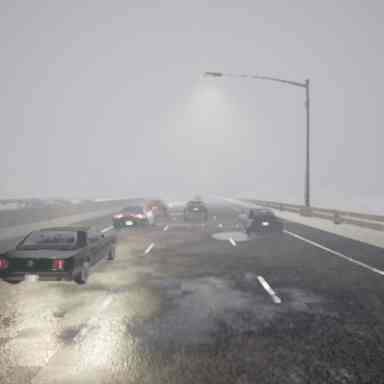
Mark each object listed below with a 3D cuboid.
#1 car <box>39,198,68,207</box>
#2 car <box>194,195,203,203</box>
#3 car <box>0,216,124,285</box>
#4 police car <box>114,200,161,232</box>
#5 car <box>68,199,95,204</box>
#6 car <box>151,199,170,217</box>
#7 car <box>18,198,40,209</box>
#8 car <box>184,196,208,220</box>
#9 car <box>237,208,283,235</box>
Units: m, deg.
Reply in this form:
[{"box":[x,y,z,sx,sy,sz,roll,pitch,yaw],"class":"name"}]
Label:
[{"box":[-17.027,1.544,42.818,2.033,1.411,5.357,0,0,2],"class":"car"},{"box":[1.533,1.548,74.914,1.837,1.490,4.892,0,0,2],"class":"car"},{"box":[-3.471,1.596,9.460,1.895,1.301,4.718,0,0,0],"class":"car"},{"box":[-3.371,1.502,20.398,2.038,1.542,4.974,0,0,1],"class":"police car"},{"box":[-13.535,1.546,42.630,2.033,1.411,5.357,0,0,2],"class":"car"},{"box":[-3.201,1.432,31.365,2.033,1.649,4.856,0,0,1],"class":"car"},{"box":[-20.515,1.487,43.077,2.128,1.511,4.902,0,0,2],"class":"car"},{"box":[0.325,1.433,28.435,2.033,1.649,4.856,0,0,1],"class":"car"},{"box":[3.720,1.564,18.736,1.994,1.385,4.181,0,0,1],"class":"car"}]
